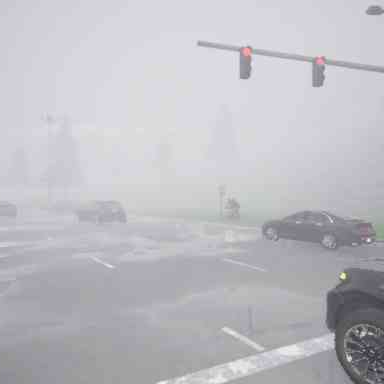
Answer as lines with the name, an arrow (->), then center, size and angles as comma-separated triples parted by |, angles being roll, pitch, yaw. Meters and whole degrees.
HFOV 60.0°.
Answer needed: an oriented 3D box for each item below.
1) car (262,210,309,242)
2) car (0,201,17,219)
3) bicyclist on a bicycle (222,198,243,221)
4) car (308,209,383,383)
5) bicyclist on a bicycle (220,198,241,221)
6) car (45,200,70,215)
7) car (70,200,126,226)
car -> 5.164, 1.502, 14.251 | 1.837, 1.490, 4.892 | 1, 0, -34
car -> -16.786, 1.481, 28.188 | 4.902, 1.511, 2.128 | 0, 0, 35
bicyclist on a bicycle -> 3.116, 1.295, 24.163 | 1.656, 1.620, 0.582 | 0, 0, -37
car -> 3.466, 1.222, 2.325 | 2.150, 2.045, 5.566 | 2, 0, -16
bicyclist on a bicycle -> 2.845, 1.295, 24.516 | 1.656, 1.620, 0.582 | 0, 0, -38
car -> -12.813, 1.536, 34.247 | 5.357, 1.411, 2.033 | 0, 0, 33
car -> -6.626, 1.344, 23.834 | 2.097, 1.767, 4.553 | 0, 0, -42
